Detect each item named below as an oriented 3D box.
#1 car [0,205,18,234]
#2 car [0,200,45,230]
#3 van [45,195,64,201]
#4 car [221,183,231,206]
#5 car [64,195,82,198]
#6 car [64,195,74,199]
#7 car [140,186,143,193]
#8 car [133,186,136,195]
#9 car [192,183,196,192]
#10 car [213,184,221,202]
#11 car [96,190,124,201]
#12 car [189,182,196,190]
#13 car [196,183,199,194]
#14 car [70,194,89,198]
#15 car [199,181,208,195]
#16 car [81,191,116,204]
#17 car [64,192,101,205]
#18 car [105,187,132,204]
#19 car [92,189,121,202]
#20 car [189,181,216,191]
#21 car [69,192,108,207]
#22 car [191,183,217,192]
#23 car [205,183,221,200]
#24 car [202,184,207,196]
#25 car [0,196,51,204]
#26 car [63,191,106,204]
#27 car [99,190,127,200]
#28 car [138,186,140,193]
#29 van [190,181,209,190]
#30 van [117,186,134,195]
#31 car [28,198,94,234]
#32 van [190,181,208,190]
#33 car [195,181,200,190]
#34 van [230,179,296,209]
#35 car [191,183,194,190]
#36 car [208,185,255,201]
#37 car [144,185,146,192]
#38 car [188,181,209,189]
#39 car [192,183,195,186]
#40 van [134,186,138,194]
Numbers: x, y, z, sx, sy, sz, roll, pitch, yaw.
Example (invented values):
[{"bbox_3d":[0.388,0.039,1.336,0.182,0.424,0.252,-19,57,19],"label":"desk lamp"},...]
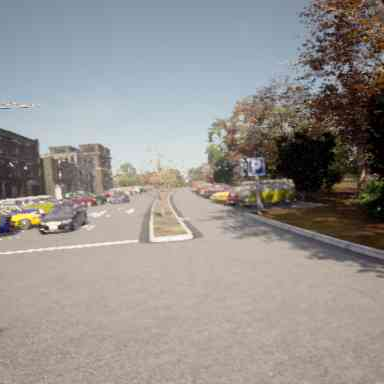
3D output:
[{"bbox_3d":[-12.315,1.891,17.890,4.792,1.488,2.163,-6,2,-27],"label":"car"},{"bbox_3d":[-12.321,1.750,20.947,5.366,1.575,1.946,-6,2,-27],"label":"car"},{"bbox_3d":[-13.056,1.386,26.913,4.442,1.987,1.878,-6,2,-26],"label":"van"},{"bbox_3d":[5.129,0.148,27.318,4.553,1.767,2.185,-4,2,-26],"label":"car"},{"bbox_3d":[-13.710,1.507,32.879,4.674,1.452,2.002,-6,2,-25],"label":"car"},{"bbox_3d":[-13.444,1.547,29.872,4.892,1.521,2.231,-6,2,-26],"label":"car"},{"bbox_3d":[-16.067,-0.293,84.066,5.566,2.045,2.435,-6,2,-21],"label":"car"},{"bbox_3d":[-15.875,0.273,75.057,4.792,1.488,2.163,-6,2,-21],"label":"car"},{"bbox_3d":[3.198,-0.372,50.934,5.008,1.535,2.097,-4,2,-23],"label":"car"},{"bbox_3d":[5.028,0.180,30.360,5.366,1.575,1.946,-4,2,-25],"label":"car"},{"bbox_3d":[-15.537,0.616,63.021,4.892,1.521,2.231,-6,2,-22],"label":"car"},{"bbox_3d":[2.634,-0.725,62.766,5.008,1.535,2.097,-4,2,-22],"label":"car"},{"bbox_3d":[3.759,-0.219,45.104,5.366,1.575,1.946,-4,2,-24],"label":"car"},{"bbox_3d":[-13.981,1.429,35.890,4.674,1.452,2.002,-6,2,-25],"label":"car"},{"bbox_3d":[3.773,-0.244,42.059,4.553,1.767,2.185,-4,2,-24],"label":"car"},{"bbox_3d":[-15.181,0.885,53.965,5.008,1.535,2.097,-6,2,-23],"label":"car"},{"bbox_3d":[-14.448,1.266,41.907,4.674,1.452,2.002,-6,2,-24],"label":"car"},{"bbox_3d":[-9.917,0.644,45.215,2.097,1.767,4.553,-4,2,-4],"label":"car"},{"bbox_3d":[-15.430,0.580,60.000,4.553,1.767,2.185,-6,2,-22],"label":"car"},{"bbox_3d":[2.321,-1.350,74.635,5.566,2.045,2.435,-4,2,-21],"label":"car"},{"bbox_3d":[-14.864,1.059,47.938,5.008,1.535,2.097,-6,2,-24],"label":"car"},{"bbox_3d":[2.449,-0.908,68.694,4.892,1.521,2.231,-4,2,-21],"label":"car"},{"bbox_3d":[4.409,0.128,33.143,5.366,1.575,1.946,-4,2,-25],"label":"car"},{"bbox_3d":[4.045,0.001,39.125,4.674,1.452,2.002,-4,2,-24],"label":"car"},{"bbox_3d":[-12.861,1.574,23.848,4.553,1.767,2.185,-6,2,-26],"label":"car"},{"bbox_3d":[-14.664,0.890,44.930,5.566,2.045,2.435,-6,2,-24],"label":"car"},{"bbox_3d":[-15.650,0.524,66.036,5.008,1.535,2.097,-6,2,-22],"label":"car"},{"bbox_3d":[-15.968,0.050,81.085,5.008,1.535,2.097,-6,2,-21],"label":"car"},{"bbox_3d":[1.957,-1.693,86.472,4.442,1.987,1.878,-4,2,-21],"label":"van"},{"bbox_3d":[-15.701,0.100,72.097,4.442,1.987,1.878,-6,2,-21],"label":"van"},{"bbox_3d":[-7.559,1.504,19.821,2.128,1.511,4.902,-4,3,-7],"label":"car"},{"bbox_3d":[1.899,-1.788,89.449,4.442,1.987,1.878,-4,2,-21],"label":"van"},{"bbox_3d":[3.412,-0.414,47.984,4.553,1.767,2.185,-4,2,-23],"label":"car"},{"bbox_3d":[5.374,0.128,24.333,4.442,1.987,1.878,-4,2,-26],"label":"van"},{"bbox_3d":[2.921,-0.519,56.865,4.792,1.488,2.163,-4,2,-22],"label":"car"},{"bbox_3d":[4.301,0.080,36.176,4.674,1.452,2.002,-4,2,-25],"label":"car"},{"bbox_3d":[-16.177,-0.484,90.070,5.566,2.045,2.435,-6,2,-21],"label":"car"},{"bbox_3d":[1.916,-2.013,95.454,5.566,2.045,2.435,-4,2,-21],"label":"car"},{"bbox_3d":[3.013,-0.427,53.873,4.792,1.488,2.163,-4,2,-23],"label":"car"},{"bbox_3d":[-15.823,-0.090,78.117,4.442,1.987,1.878,-6,2,-21],"label":"van"}]
